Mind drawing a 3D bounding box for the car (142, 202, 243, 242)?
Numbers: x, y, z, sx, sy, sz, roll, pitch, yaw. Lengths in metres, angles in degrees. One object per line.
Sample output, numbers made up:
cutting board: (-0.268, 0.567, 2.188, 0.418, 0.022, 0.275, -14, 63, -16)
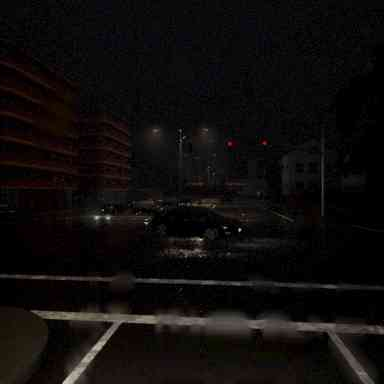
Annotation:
car: (0.141, 1.505, 16.590, 4.892, 1.490, 1.837, 0, 2, 33)

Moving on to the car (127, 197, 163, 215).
car: (-4.751, 1.546, 34.292, 2.033, 1.411, 5.357, 0, 0, 4)

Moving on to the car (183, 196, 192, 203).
car: (-1.155, 1.477, 68.018, 1.882, 1.535, 5.008, 0, 0, 6)

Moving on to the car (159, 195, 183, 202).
car: (-3.149, 1.547, 49.516, 2.033, 1.411, 5.357, 0, 0, 6)

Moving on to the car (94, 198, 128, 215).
car: (-8.294, 1.564, 33.725, 1.994, 1.385, 4.181, 0, 0, 6)

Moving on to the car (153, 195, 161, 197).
car: (-5.885, 1.352, 57.016, 2.097, 1.767, 4.553, 0, 0, 6)

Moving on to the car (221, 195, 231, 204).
car: (6.743, 1.505, 65.602, 1.837, 1.490, 4.892, 0, 0, 6)

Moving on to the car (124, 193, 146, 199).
car: (-7.338, 1.218, 43.030, 2.150, 2.045, 5.566, 0, 0, 6)

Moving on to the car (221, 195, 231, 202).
car: (7.679, 1.523, 75.645, 2.128, 1.511, 4.902, 0, 0, 6)
